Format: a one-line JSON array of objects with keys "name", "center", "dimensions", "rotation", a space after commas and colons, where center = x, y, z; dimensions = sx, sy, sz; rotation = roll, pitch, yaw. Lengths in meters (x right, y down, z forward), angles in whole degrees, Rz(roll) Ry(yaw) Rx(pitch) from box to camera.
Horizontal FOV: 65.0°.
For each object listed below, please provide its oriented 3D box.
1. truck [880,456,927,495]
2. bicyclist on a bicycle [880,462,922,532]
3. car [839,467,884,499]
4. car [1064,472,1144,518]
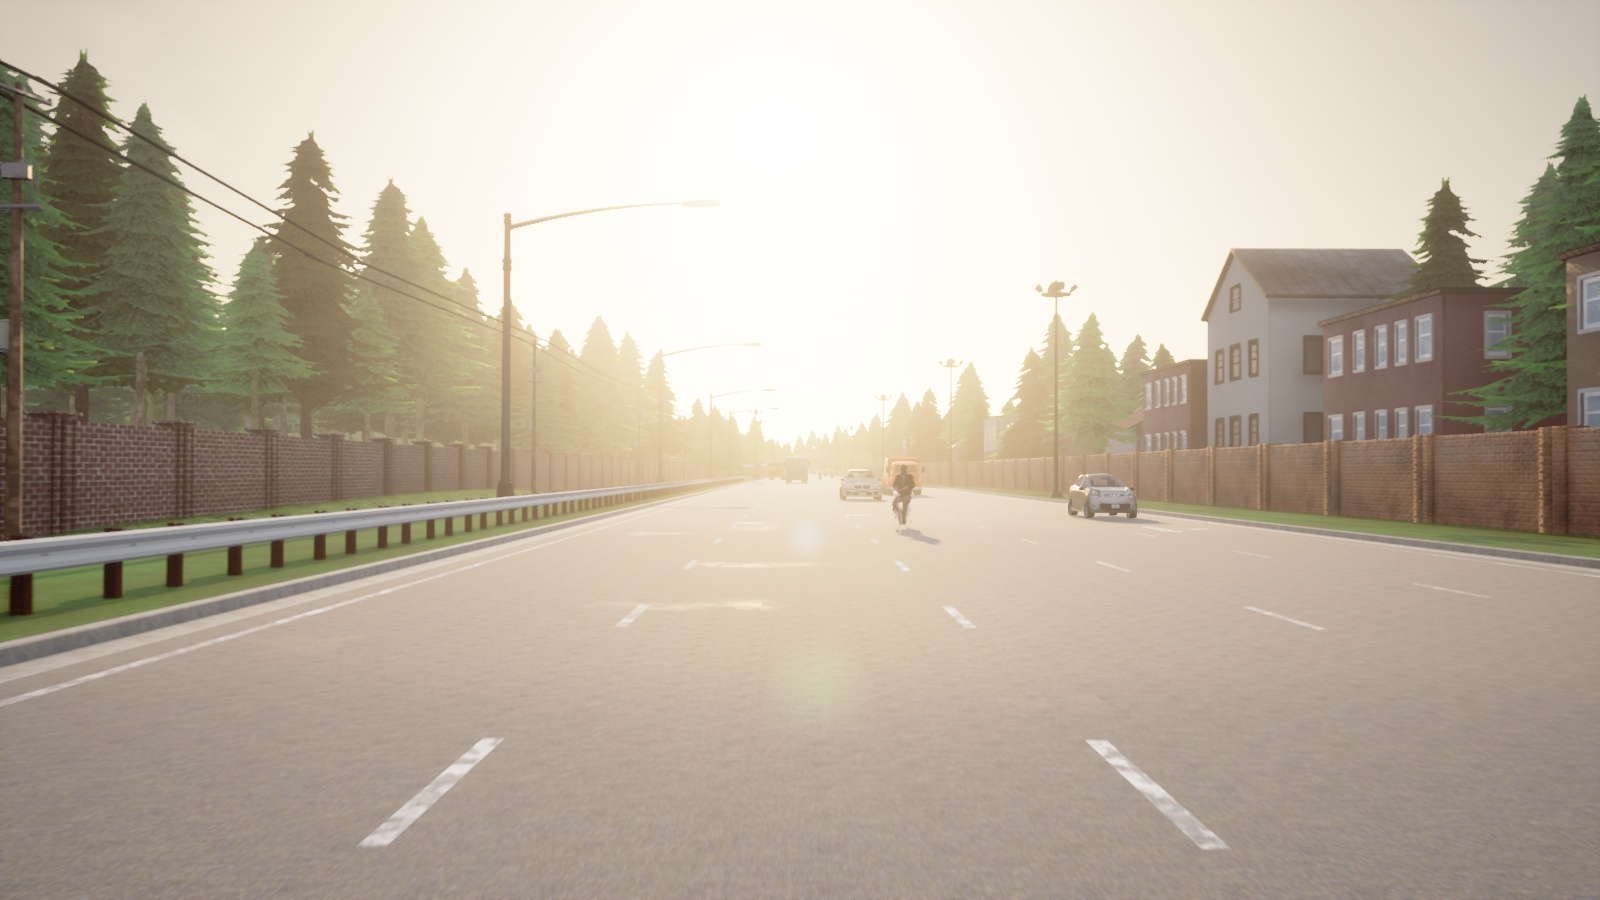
[{"name": "truck", "center": [6.797, 1.688, 83.019], "dimensions": [2.627, 2.467, 5.204], "rotation": [0, -1, 0]}, {"name": "bicyclist on a bicycle", "center": [2.664, 1.226, 32.998], "dimensions": [0.659, 1.776, 1.843], "rotation": [-1, -1, 19]}, {"name": "car", "center": [3.332, 1.801, 69.175], "dimensions": [2.242, 1.667, 4.611], "rotation": [0, -1, 0]}, {"name": "car", "center": [10.396, 1.508, 43.147], "dimensions": [1.845, 1.501, 3.633], "rotation": [0, -1, 0]}]
